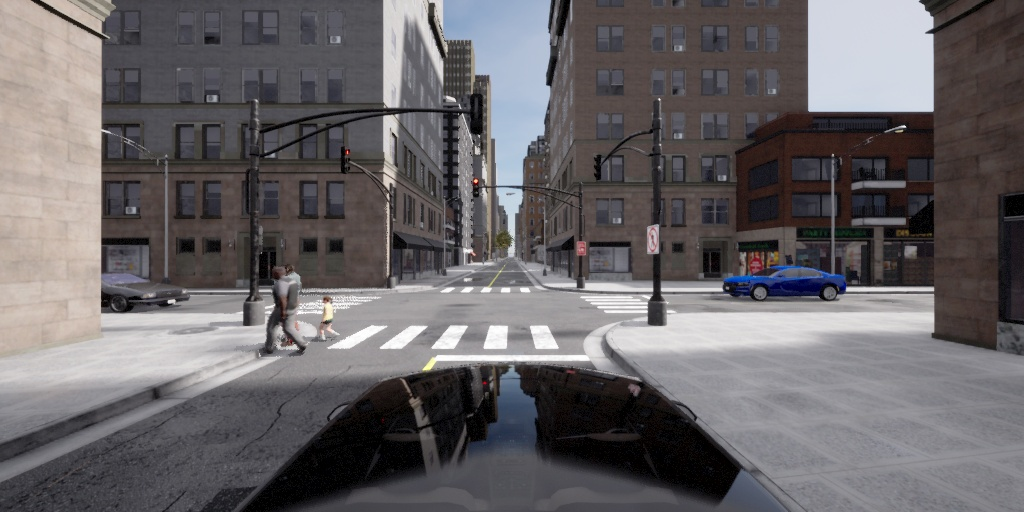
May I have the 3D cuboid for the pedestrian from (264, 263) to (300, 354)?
[{"bbox_3d":[-4.631,1.044,7.234,0.375,1.860,0.375,0,0,0],"label":"pedestrian"}]

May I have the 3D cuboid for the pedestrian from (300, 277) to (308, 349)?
[{"bbox_3d":[-4.899,1.044,7.966,0.375,1.860,0.375,0,0,0],"label":"pedestrian"}]

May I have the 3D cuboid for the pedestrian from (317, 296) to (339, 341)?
[{"bbox_3d":[-4.314,1.424,8.473,0.500,1.100,0.500,0,0,0],"label":"pedestrian"}]

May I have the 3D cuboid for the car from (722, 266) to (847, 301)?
[{"bbox_3d":[12.497,1.213,16.648,5.008,1.535,1.882,0,0,0],"label":"car"}]

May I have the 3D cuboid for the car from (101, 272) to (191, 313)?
[{"bbox_3d":[-15.400,1.309,13.417,5.357,1.411,2.033,0,0,0],"label":"car"}]
